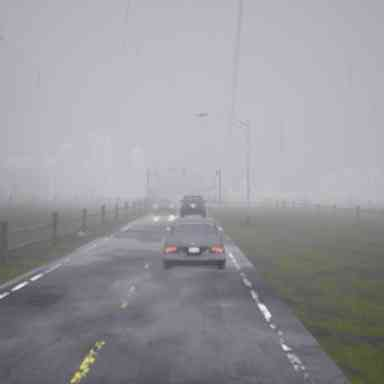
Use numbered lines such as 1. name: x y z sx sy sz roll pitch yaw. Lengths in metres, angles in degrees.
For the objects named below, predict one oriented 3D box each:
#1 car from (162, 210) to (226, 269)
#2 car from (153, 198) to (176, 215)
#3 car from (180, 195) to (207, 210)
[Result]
1. car: 0.071 1.563 11.174 2.033 1.411 5.357 0 0 0
2. car: -2.804 1.404 34.801 2.097 1.767 4.553 0 0 0
3. car: 0.104 1.263 29.034 2.150 2.045 5.566 0 0 0
